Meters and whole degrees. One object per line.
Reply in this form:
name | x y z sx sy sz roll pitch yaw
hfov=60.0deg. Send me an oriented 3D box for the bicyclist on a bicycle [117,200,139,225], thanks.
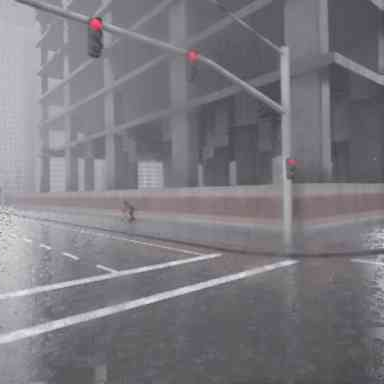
bicyclist on a bicycle | -4.251 1.379 22.202 1.656 1.620 0.582 -2 0 -40
